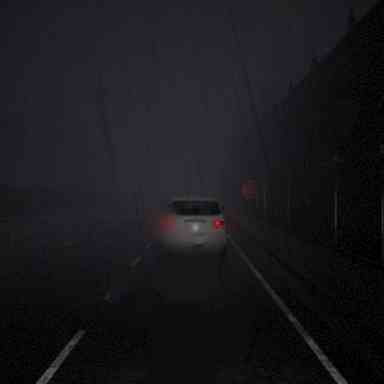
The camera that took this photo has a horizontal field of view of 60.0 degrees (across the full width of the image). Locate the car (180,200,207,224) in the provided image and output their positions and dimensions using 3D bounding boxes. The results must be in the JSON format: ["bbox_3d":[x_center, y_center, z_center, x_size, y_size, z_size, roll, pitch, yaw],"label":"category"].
[{"bbox_3d":[0.104,1.379,24.686,1.812,1.442,4.674,0,0,0],"label":"car"}]

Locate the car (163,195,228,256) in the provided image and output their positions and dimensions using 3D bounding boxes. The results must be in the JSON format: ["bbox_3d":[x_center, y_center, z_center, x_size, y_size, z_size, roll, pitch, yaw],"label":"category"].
[{"bbox_3d":[0.103,1.142,12.866,2.150,2.045,5.566,0,0,0],"label":"car"}]
